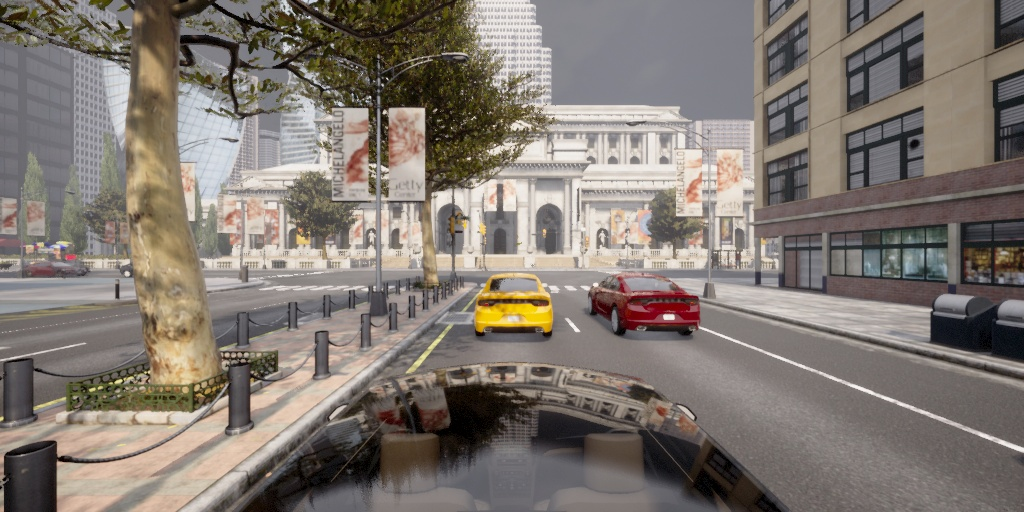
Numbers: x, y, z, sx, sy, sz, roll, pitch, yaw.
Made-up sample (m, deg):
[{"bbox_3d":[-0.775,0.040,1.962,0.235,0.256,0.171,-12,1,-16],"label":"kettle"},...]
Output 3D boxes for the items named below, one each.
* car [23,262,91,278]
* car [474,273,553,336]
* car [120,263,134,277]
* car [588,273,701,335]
[{"bbox_3d":[-43.377,1.275,34.012,4.674,1.442,1.812,0,0,-1],"label":"car"},{"bbox_3d":[0.055,1.227,10.381,1.882,1.535,5.008,0,0,1],"label":"car"},{"bbox_3d":[-34.180,1.254,34.044,4.892,1.490,1.837,0,0,0],"label":"car"},{"bbox_3d":[3.557,1.227,10.560,1.882,1.535,5.008,0,0,0],"label":"car"}]
